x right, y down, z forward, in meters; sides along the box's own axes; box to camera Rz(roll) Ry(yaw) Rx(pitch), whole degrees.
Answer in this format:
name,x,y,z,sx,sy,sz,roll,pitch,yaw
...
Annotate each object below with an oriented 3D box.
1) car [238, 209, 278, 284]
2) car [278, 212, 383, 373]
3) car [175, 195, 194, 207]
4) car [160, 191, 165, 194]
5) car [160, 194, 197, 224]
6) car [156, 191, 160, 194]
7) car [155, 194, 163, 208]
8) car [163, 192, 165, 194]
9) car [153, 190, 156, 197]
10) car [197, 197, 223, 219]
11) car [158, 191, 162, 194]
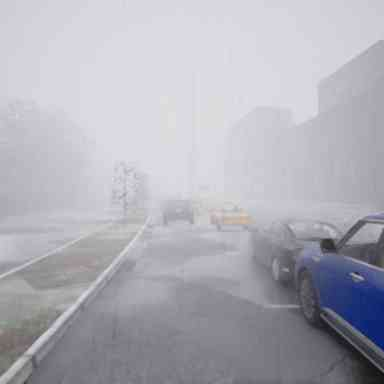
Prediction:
name,x,y,z,sx,sy,sz,roll,pitch,yaw
car,2.895,1.460,9.455,2.231,1.521,4.892,0,0,-1
car,3.022,1.221,3.908,2.435,2.045,5.566,0,0,-1
car,-1.148,1.292,48.199,2.097,1.535,5.008,0,0,-9
car,-5.026,1.174,69.977,2.163,1.488,4.792,0,0,-10
car,-1.069,1.269,24.127,2.097,1.767,4.553,0,0,-5
car,-6.971,1.084,80.900,2.163,1.488,4.792,0,0,-10
car,-3.066,1.331,41.067,2.128,1.511,4.902,0,0,-8
car,-4.047,1.226,64.487,2.002,1.452,4.674,0,0,-10
car,-7.941,0.754,86.356,2.435,2.045,5.566,0,0,-10
car,1.218,1.369,31.731,1.946,1.575,5.366,0,0,-6
car,-5.992,1.141,75.407,2.002,1.452,4.674,0,0,-10
